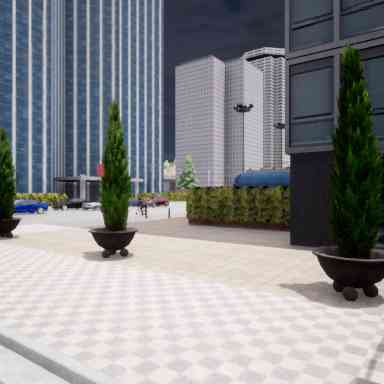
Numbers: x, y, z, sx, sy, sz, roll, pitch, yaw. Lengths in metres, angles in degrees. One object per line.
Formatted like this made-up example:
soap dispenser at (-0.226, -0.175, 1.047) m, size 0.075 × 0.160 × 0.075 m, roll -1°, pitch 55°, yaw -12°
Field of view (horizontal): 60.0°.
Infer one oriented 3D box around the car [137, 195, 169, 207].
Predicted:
car at (-5.490, 1.352, 49.816) m, size 2.097 × 1.767 × 4.553 m, roll 0°, pitch 0°, yaw 35°

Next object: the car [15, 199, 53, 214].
car at (-17.048, 1.478, 33.383) m, size 1.882 × 1.535 × 5.008 m, roll 0°, pitch 0°, yaw 35°

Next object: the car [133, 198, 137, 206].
car at (-9.287, 1.547, 50.511) m, size 2.033 × 1.411 × 5.357 m, roll 0°, pitch 0°, yaw 35°

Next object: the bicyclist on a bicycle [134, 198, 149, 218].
bicyclist on a bicycle at (-4.075, 1.301, 26.657) m, size 1.656 × 1.620 × 0.582 m, roll 0°, pitch 0°, yaw 35°

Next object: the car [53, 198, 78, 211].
car at (-15.215, 1.478, 42.086) m, size 1.882 × 1.535 × 5.008 m, roll 0°, pitch 0°, yaw 35°

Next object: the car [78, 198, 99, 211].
car at (-11.338, 1.601, 41.516) m, size 1.895 × 1.301 × 4.718 m, roll 0°, pitch 0°, yaw 35°
